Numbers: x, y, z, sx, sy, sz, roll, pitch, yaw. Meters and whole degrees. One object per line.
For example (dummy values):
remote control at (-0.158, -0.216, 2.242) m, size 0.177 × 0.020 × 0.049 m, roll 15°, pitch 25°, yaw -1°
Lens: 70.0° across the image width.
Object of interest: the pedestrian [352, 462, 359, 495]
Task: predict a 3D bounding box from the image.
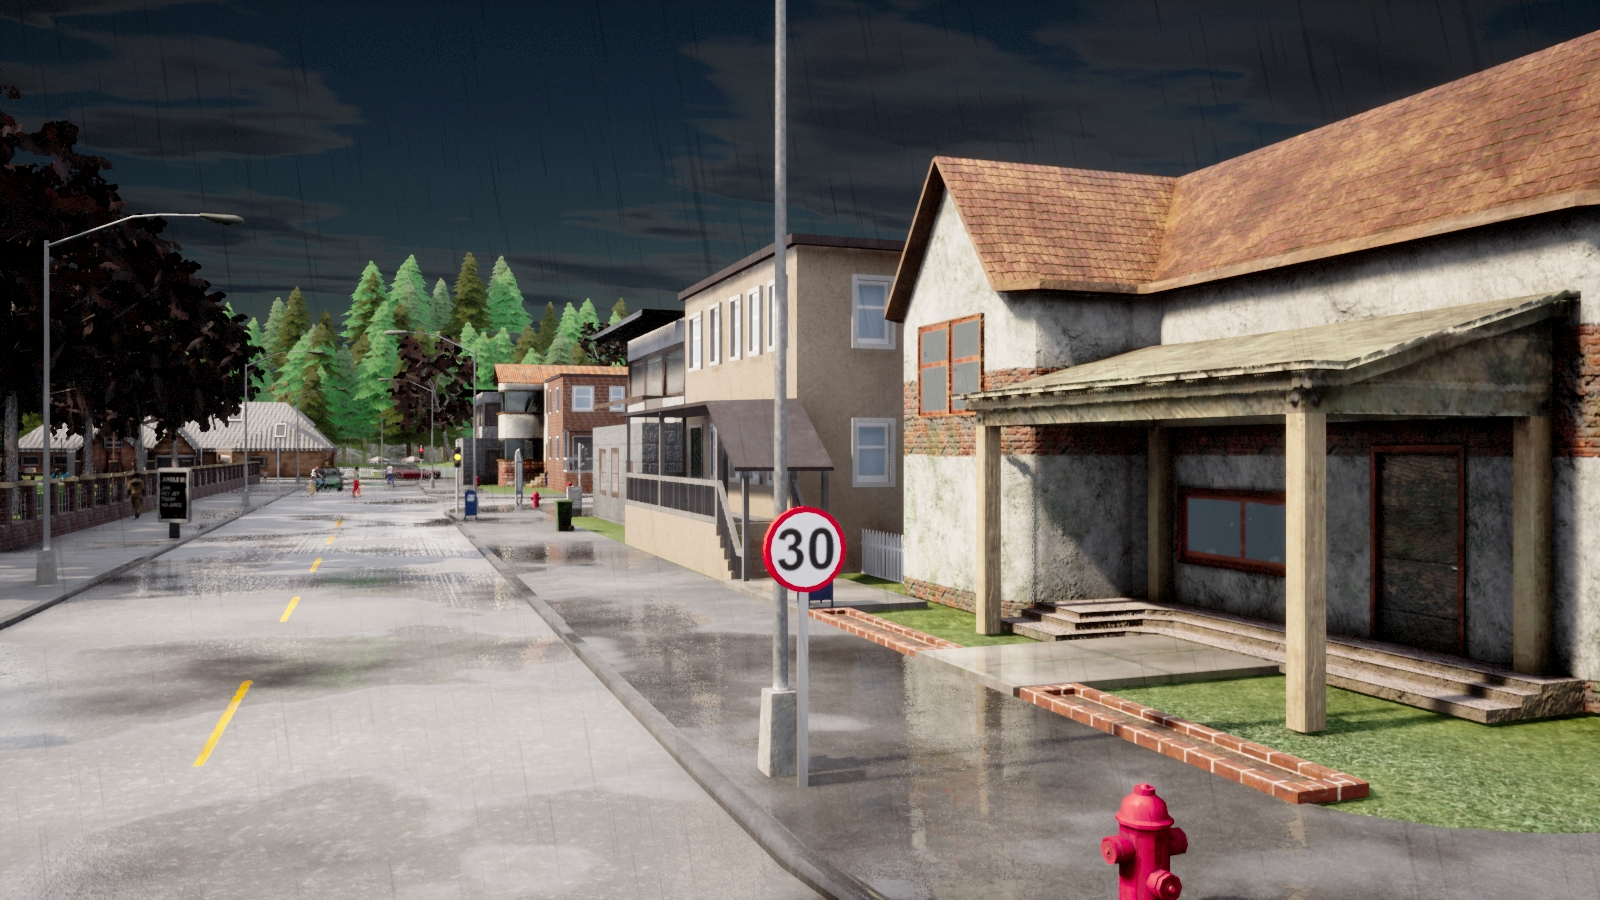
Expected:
pedestrian at (-25.579, 1.628, 65.743) m, size 0.375 × 1.860 × 0.375 m, roll 0°, pitch 0°, yaw -26°

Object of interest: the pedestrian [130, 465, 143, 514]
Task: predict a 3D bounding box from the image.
pedestrian at (-25.452, 1.525, 43.814) m, size 0.375 × 1.860 × 0.375 m, roll 0°, pitch 0°, yaw -20°

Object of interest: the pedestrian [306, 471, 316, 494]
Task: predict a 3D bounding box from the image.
pedestrian at (-28.667, 1.908, 66.964) m, size 0.375 × 1.300 × 0.375 m, roll 0°, pitch 0°, yaw 1°
